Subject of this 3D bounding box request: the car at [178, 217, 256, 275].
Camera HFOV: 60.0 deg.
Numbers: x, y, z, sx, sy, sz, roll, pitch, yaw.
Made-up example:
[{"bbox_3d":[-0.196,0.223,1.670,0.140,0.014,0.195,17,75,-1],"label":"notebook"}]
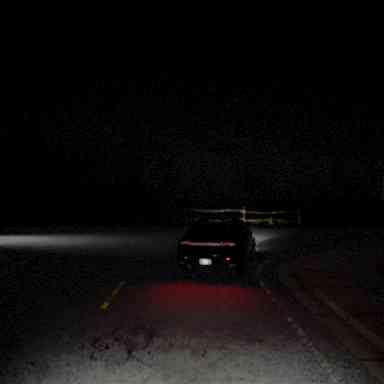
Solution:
[{"bbox_3d":[0.946,1.541,10.751,2.128,1.511,4.902,0,0,14],"label":"car"}]
